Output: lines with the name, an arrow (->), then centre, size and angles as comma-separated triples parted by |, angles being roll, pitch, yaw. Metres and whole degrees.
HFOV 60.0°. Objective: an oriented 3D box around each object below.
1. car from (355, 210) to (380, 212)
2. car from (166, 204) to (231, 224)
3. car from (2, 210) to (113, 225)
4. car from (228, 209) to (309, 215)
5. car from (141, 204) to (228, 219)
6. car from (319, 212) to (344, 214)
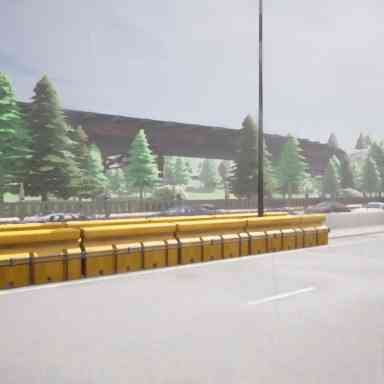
car -> 14.106, 1.525, 25.502 | 4.674, 1.442, 1.812 | 0, 0, -33
car -> 0.537, 1.601, 25.150 | 4.718, 1.301, 1.895 | 0, 0, -33
car -> -5.467, 1.491, 12.923 | 4.902, 1.511, 2.128 | 0, 0, -33
car -> 4.488, 1.563, 19.386 | 4.181, 1.385, 1.994 | 0, 0, -33
car -> -0.475, 1.547, 20.342 | 5.357, 1.411, 2.033 | 0, 0, -33
car -> 11.480, 1.525, 28.079 | 4.674, 1.442, 1.812 | 0, 0, -33
